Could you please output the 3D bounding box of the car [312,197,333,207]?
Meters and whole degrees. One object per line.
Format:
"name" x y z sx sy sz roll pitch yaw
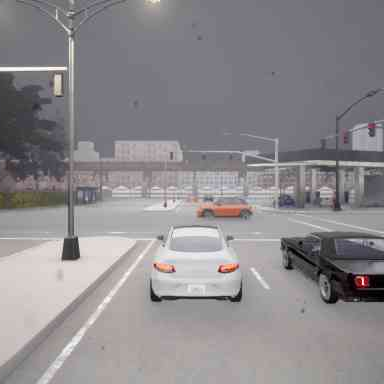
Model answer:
"car" 18.967 1.435 48.413 1.970 1.475 3.806 0 0 0

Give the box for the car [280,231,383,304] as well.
"car" 3.589 1.599 8.095 1.895 1.301 4.718 0 0 0

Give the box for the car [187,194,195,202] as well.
"car" 0.016 1.250 72.299 2.097 1.767 4.553 0 0 0

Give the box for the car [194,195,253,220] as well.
"car" 2.650 1.324 27.416 4.553 1.767 2.097 0 0 0

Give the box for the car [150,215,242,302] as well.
"car" 0.084 1.517 8.112 1.812 1.442 4.674 0 0 0

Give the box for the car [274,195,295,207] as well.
"car" 13.222 1.262 47.651 2.242 1.667 4.611 0 0 0
